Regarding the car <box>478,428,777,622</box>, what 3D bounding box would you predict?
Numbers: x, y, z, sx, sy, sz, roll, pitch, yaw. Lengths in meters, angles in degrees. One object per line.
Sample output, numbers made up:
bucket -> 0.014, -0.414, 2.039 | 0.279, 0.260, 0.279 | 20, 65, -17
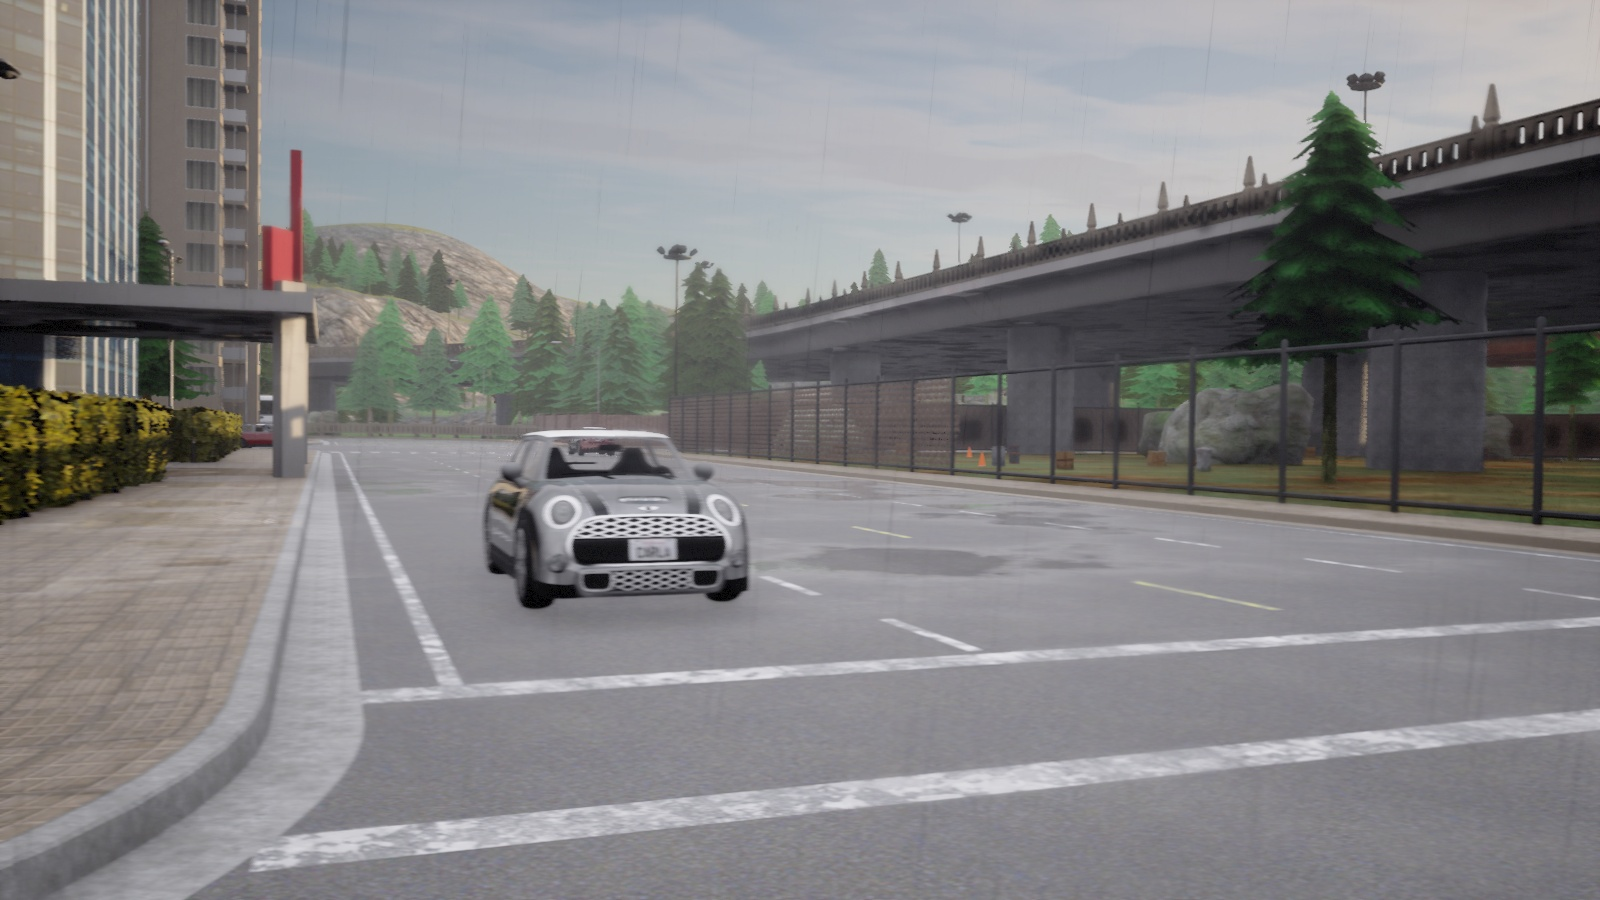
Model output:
car -> -1.788, 0.551, 11.777 | 1.970, 1.475, 3.806 | -1, 1, -21

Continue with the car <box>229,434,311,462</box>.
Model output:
car -> -29.871, -0.125, 70.863 | 3.806, 1.475, 1.970 | -2, 1, -9
